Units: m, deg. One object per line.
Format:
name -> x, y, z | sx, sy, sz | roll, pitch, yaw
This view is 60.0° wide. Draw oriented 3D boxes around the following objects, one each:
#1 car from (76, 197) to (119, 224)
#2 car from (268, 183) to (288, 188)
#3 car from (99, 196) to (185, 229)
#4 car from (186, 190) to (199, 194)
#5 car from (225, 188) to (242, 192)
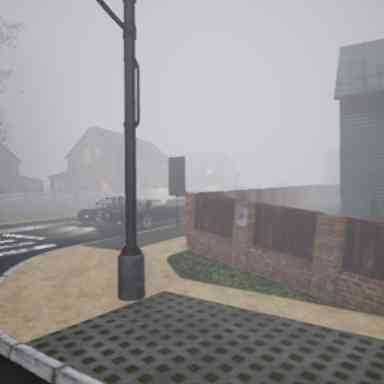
car -> -4.420, 0.999, 18.775 | 1.994, 1.385, 4.181 | -1, 1, 30
car -> 11.338, -0.128, 45.269 | 2.097, 1.767, 4.553 | -1, 1, 22
car -> -2.153, 1.023, 16.809 | 1.895, 1.301, 4.718 | -1, 1, 29
car -> -0.328, 0.649, 26.423 | 1.882, 1.535, 5.008 | -1, 2, 27
car -> 4.604, 0.314, 36.699 | 1.882, 1.535, 5.008 | -1, 1, 24
